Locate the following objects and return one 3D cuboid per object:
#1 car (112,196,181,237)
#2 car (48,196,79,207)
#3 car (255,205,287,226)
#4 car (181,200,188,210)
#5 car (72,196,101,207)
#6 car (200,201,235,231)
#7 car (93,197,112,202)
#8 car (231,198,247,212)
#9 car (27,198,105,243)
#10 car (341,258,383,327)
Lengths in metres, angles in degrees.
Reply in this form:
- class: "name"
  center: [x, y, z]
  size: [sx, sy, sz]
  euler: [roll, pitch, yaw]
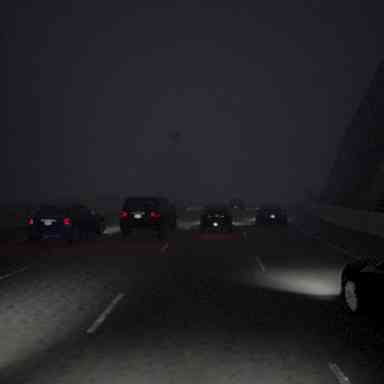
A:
- class: "car"
  center: [-2.232, 1.230, 18.233]
  size: [2.150, 2.045, 5.566]
  euler: [0, 0, 6]
- class: "car"
  center: [-20.367, 1.492, 52.854]
  size: [2.128, 1.511, 4.902]
  euler: [0, 0, 16]
- class: "car"
  center: [5.619, 1.589, 23.929]
  size: [1.994, 1.385, 4.181]
  euler: [0, 0, 8]
- class: "car"
  center: [-1.882, 1.624, 40.059]
  size: [1.895, 1.301, 4.718]
  euler: [0, 0, 14]
- class: "car"
  center: [-16.695, 1.484, 52.943]
  size: [1.882, 1.535, 5.008]
  euler: [0, 0, 17]
- class: "car"
  center: [1.605, 1.521, 20.644]
  size: [1.837, 1.490, 4.892]
  euler: [0, 0, 7]
- class: "car"
  center: [-13.223, 1.235, 52.353]
  size: [2.150, 2.045, 5.566]
  euler: [0, 0, 17]
- class: "car"
  center: [5.709, 1.541, 41.428]
  size: [1.837, 1.490, 4.892]
  euler: [0, 0, 14]
- class: "car"
  center: [-5.936, 1.353, 16.292]
  size: [2.097, 1.767, 4.553]
  euler: [0, 0, 5]
- class: "car"
  center: [3.770, 1.514, 4.564]
  size: [1.837, 1.490, 4.892]
  euler: [0, 0, 2]
